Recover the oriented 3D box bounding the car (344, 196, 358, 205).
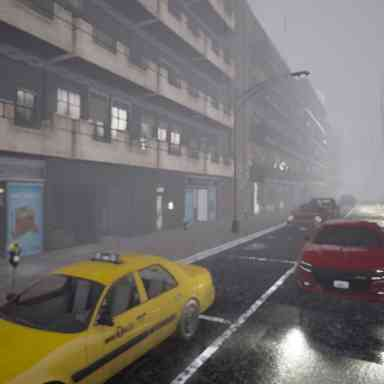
[{"bbox_3d":[28.252,1.515,59.041,1.887,1.381,4.507,0,0,28],"label":"car"}]

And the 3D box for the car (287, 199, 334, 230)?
[{"bbox_3d":[6.826,1.432,19.366,1.967,1.590,4.097,0,0,28],"label":"car"}]

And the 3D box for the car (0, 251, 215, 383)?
[{"bbox_3d":[-1.290,1.523,4.337,1.752,1.417,4.829,0,0,28],"label":"car"}]

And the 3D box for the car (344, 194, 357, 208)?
[{"bbox_3d":[22.897,1.291,49.122,2.192,1.841,5.009,0,0,28],"label":"car"}]

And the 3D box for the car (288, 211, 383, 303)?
[{"bbox_3d":[4.006,1.474,8.484,1.882,1.535,5.008,0,0,28],"label":"car"}]

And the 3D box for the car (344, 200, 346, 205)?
[{"bbox_3d":[12.182,1.569,29.285,1.802,1.307,4.206,0,0,28],"label":"car"}]

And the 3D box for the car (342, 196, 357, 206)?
[{"bbox_3d":[25.574,1.413,54.081,1.967,1.590,4.097,0,0,28],"label":"car"}]

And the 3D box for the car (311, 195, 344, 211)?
[{"bbox_3d":[9.505,1.304,24.325,2.192,1.841,5.009,0,0,28],"label":"car"}]
